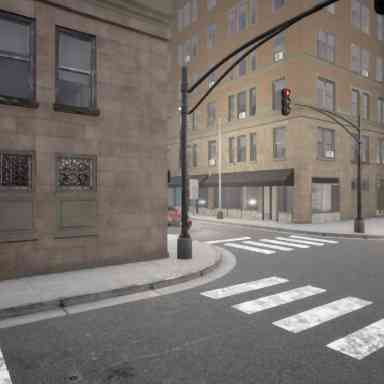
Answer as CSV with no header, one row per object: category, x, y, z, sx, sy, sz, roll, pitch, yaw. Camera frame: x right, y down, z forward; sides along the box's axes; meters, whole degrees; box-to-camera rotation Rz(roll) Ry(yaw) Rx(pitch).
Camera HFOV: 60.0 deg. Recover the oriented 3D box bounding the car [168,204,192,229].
car,-1.890,1.427,19.828,1.812,1.442,4.674,0,0,-36
